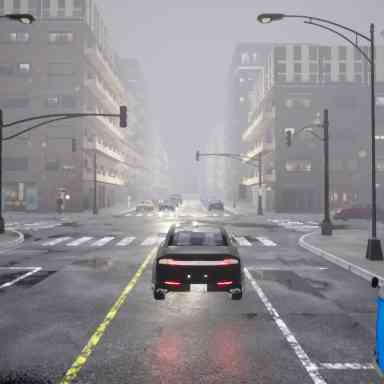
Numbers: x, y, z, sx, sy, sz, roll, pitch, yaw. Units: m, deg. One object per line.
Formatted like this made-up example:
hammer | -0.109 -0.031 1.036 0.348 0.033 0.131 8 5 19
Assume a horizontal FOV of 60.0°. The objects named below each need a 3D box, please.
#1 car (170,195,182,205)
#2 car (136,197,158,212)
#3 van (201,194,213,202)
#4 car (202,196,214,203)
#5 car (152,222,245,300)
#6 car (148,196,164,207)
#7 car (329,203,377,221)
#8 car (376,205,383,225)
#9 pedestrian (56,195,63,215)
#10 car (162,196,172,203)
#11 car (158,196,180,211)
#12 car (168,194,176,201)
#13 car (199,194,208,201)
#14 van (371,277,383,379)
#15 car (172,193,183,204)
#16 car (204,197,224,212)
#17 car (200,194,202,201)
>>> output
car | -2.944 1.544 50.713 1.812 1.442 4.674 0 0 0
car | -5.559 1.539 39.663 1.752 1.417 4.829 1 0 0
van | 2.874 1.362 56.736 1.690 1.788 3.998 1 0 0
car | 2.837 1.567 45.452 2.008 1.369 4.403 1 0 0
car | 0.126 1.494 8.353 2.128 1.511 4.902 0 0 0
car | -5.524 1.459 51.119 1.967 1.590 4.097 1 0 0
car | 13.725 1.608 27.962 4.097 1.590 1.967 0 -1 1
car | 13.596 1.583 19.581 4.313 1.339 1.947 0 -1 1
pedestrian | -12.446 1.217 31.296 0.375 1.860 0.375 0 -1 1
car | -5.459 1.574 73.689 1.887 1.381 4.507 1 0 0
car | -2.981 1.562 40.810 2.033 1.411 5.357 0 0 0
car | -5.408 1.480 90.617 1.967 1.590 4.097 1 0 0
car | 2.958 1.351 84.949 2.192 1.841 5.009 1 0 0
van | 2.680 1.342 1.863 1.690 1.788 3.998 1 0 0
car | -2.881 1.245 61.451 2.150 2.045 5.566 0 0 1
car | 2.820 1.580 39.809 1.947 1.339 4.313 1 0 0
car | 2.905 1.552 68.192 1.752 1.417 4.829 1 0 0
